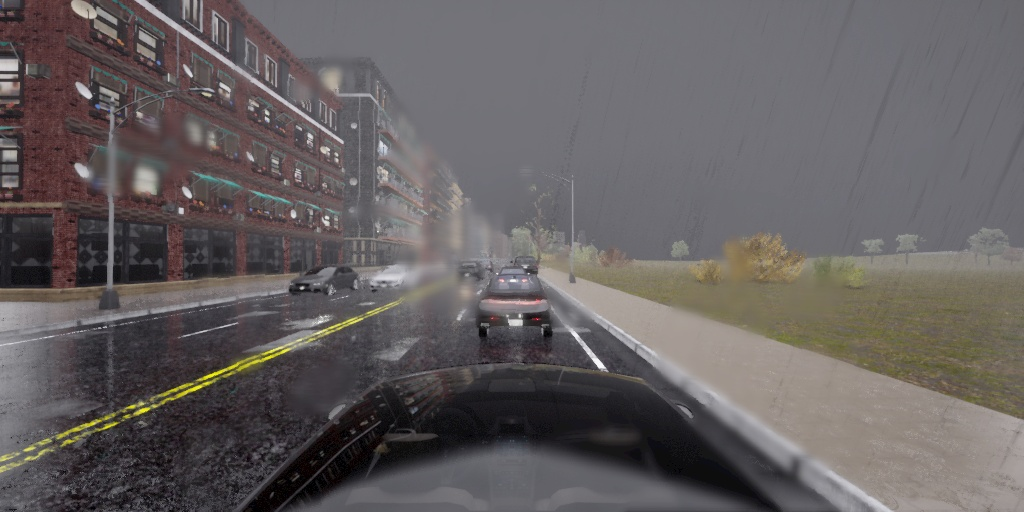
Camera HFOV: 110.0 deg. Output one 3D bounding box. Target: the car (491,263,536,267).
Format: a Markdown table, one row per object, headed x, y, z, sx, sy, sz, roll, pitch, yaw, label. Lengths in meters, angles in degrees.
| x | y | z | sx | sy | sz | roll | pitch | yaw | label |
| --- | --- | --- | --- | --- | --- | --- | --- | --- | --- |
| 0.049 | 1.300 | 20.689 | 2.033 | 1.411 | 5.357 | 0 | 0 | 0 | car |

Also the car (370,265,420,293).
| x | y | z | sx | sy | sz | roll | pitch | yaw | label |
| --- | --- | --- | --- | --- | --- | --- | --- | --- | --- |
| -6.670 | 1.279 | 20.976 | 1.812 | 1.442 | 4.674 | 0 | 0 | 0 | car |

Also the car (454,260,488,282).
| x | y | z | sx | sy | sz | roll | pitch | yaw | label |
| --- | --- | --- | --- | --- | --- | --- | --- | --- | --- |
| -3.230 | 1.255 | 29.165 | 1.837 | 1.490 | 4.892 | 0 | -1 | 0 | car |

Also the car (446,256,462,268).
| x | y | z | sx | sy | sz | roll | pitch | yaw | label |
| --- | --- | --- | --- | --- | --- | --- | --- | --- | --- |
| -9.995 | 0.975 | 62.060 | 2.150 | 2.045 | 5.566 | 0 | 0 | 0 | car |

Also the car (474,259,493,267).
| x | y | z | sx | sy | sz | roll | pitch | yaw | label |
| --- | --- | --- | --- | --- | --- | --- | --- | --- | --- |
| -3.279 | 1.299 | 45.589 | 2.033 | 1.411 | 5.357 | 0 | 0 | 0 | car |

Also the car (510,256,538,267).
| x | y | z | sx | sy | sz | roll | pitch | yaw | label |
| --- | --- | --- | --- | --- | --- | --- | --- | --- | --- |
| 1.052 | 0.979 | 30.902 | 2.150 | 2.045 | 5.566 | 0 | 0 | 0 | car |

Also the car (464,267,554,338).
| x | y | z | sx | sy | sz | roll | pitch | yaw | label |
| --- | --- | --- | --- | --- | --- | --- | --- | --- | --- |
| 0.076 | 1.243 | 10.249 | 2.128 | 1.511 | 4.902 | 0 | 0 | 0 | car |

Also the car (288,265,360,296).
| x | y | z | sx | sy | sz | roll | pitch | yaw | label |
| --- | --- | --- | --- | --- | --- | --- | --- | --- | --- |
| -9.902 | 1.257 | 19.317 | 1.837 | 1.490 | 4.892 | 0 | 0 | 0 | car |
